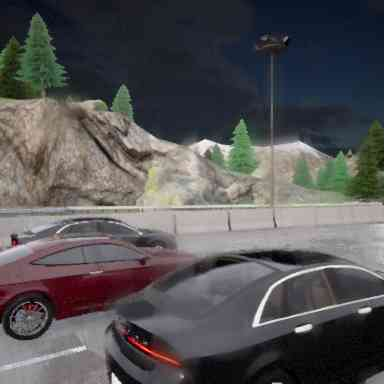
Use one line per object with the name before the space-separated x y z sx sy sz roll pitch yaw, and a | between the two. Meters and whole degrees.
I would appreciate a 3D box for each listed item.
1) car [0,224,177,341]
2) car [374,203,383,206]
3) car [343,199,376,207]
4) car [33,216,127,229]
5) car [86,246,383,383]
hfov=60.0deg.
car | -1.851 1.526 6.449 4.674 1.442 1.812 0 0 -33
car | 12.880 1.491 18.454 4.902 1.511 2.128 0 0 -25
car | 22.923 1.600 45.057 4.718 1.301 1.895 0 0 -17
car | -2.761 1.505 9.994 4.892 1.490 1.837 0 0 -32
car | 1.372 1.505 4.325 4.892 1.490 1.837 0 0 -32
